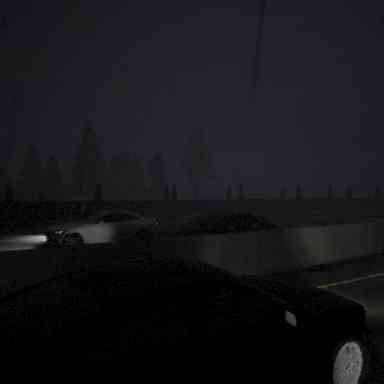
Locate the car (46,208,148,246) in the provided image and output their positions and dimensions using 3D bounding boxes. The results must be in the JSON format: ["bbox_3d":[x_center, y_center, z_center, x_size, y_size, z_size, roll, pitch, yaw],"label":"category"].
[{"bbox_3d":[-3.580,1.488,13.931,4.674,1.442,1.812,0,0,-32],"label":"car"}]

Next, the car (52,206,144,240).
[{"bbox_3d":[-4.829,1.519,17.235,4.181,1.385,1.994,0,0,-32],"label":"car"}]

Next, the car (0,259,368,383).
[{"bbox_3d":[-0.168,1.467,3.422,5.008,1.535,1.882,0,0,-34],"label":"car"}]

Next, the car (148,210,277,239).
[{"bbox_3d":[1.061,1.478,12.656,4.892,1.490,1.837,0,0,-30],"label":"car"}]
